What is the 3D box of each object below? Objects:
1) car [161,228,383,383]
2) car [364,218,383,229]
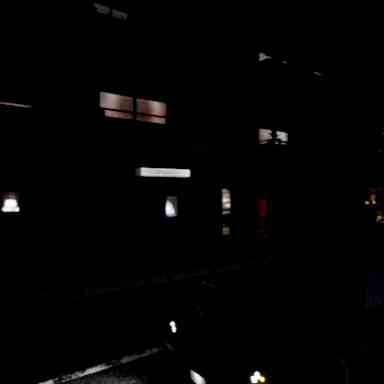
[{"bbox_3d":[2.239,1.551,4.971,5.357,1.411,2.033,0,0,-35],"label":"car"},{"bbox_3d":[7.514,1.562,11.925,4.403,1.369,2.008,0,0,-35],"label":"car"}]
